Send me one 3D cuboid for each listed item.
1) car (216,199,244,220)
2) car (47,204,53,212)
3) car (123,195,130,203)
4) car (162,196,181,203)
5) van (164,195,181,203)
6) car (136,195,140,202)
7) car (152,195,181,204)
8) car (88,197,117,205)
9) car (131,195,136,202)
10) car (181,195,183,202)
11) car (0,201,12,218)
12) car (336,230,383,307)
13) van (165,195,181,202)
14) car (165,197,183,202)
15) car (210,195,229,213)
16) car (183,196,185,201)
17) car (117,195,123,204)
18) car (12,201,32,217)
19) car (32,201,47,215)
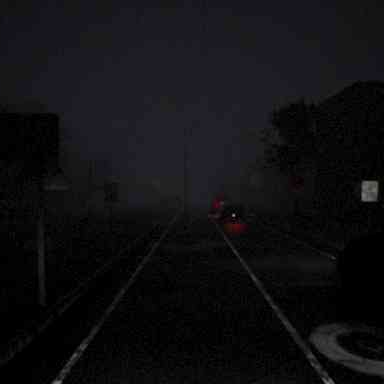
[{"bbox_3d":[3.433,1.640,29.453,1.837,1.490,4.892,0,0,1],"label":"car"},{"bbox_3d":[-18.515,1.733,38.301,4.674,1.452,2.002,0,0,0],"label":"car"},{"bbox_3d":[-18.239,1.846,80.710,4.553,1.767,2.185,0,-1,0],"label":"car"},{"bbox_3d":[-5.145,1.842,83.484,4.553,1.767,2.185,0,-1,0],"label":"car"},{"bbox_3d":[-5.048,1.781,86.289,4.442,1.987,1.878,0,-1,0],"label":"van"},{"bbox_3d":[-18.034,2.123,91.844,5.366,1.575,1.946,0,-1,0],"label":"car"},{"bbox_3d":[-5.246,1.812,69.473,4.892,1.521,2.231,0,0,0],"label":"car"},{"bbox_3d":[-18.343,1.830,66.785,5.008,1.535,2.097,0,0,0],"label":"car"},{"bbox_3d":[-18.229,2.127,89.059,4.674,1.452,2.002,0,-1,0],"label":"car"},{"bbox_3d":[-5.265,1.585,72.276,5.566,2.045,2.435,0,-1,0],"label":"car"},{"bbox_3d":[-18.571,1.689,28.603,4.674,1.452,2.002,0,0,0],"label":"car"},{"bbox_3d":[4.235,1.247,4.985,2.150,2.045,5.566,0,0,0],"label":"car"},{"bbox_3d":[-5.257,1.861,91.896,4.442,1.987,1.878,0,-1,0],"label":"van"},{"bbox_3d":[-5.123,2.126,94.696,5.008,1.535,2.097,0,-1,0],"label":"car"},{"bbox_3d":[3.455,1.407,40.871,2.150,2.045,5.566,0,0,1],"label":"car"},{"bbox_3d":[-5.220,1.680,80.686,5.566,2.045,2.435,0,-1,0],"label":"car"},{"bbox_3d":[-18.321,1.876,72.353,5.008,1.535,2.097,0,0,0],"label":"car"},{"bbox_3d":[-18.550,1.665,31.879,4.892,1.521,2.231,0,0,0],"label":"car"},{"bbox_3d":[-18.542,1.679,35.152,5.008,1.535,2.097,0,0,0],"label":"car"}]
